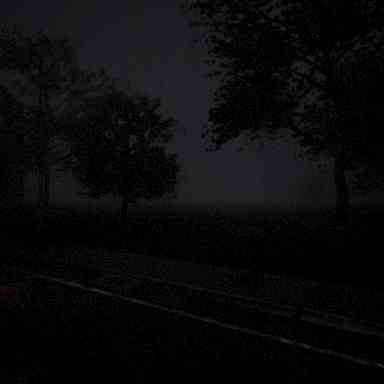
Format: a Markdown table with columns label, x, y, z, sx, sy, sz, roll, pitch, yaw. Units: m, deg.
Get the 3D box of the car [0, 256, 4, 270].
| label | x | y | z | sx | sy | sz | roll | pitch | yaw |
| --- | --- | --- | --- | --- | --- | --- | --- | --- | --- |
| car | -7.270 | 1.545 | 9.209 | 5.357 | 1.411 | 2.033 | 0 | 0 | 36 |
